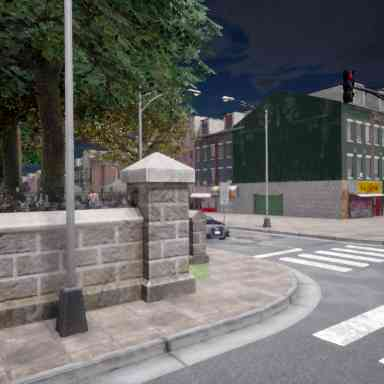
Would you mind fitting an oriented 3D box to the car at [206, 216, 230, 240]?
[{"bbox_3d":[0.047,1.776,17.416,1.994,1.385,4.181,-1,0,-36],"label":"car"}]
